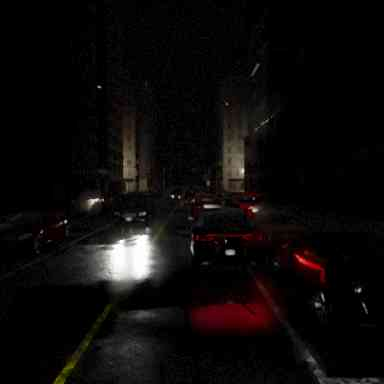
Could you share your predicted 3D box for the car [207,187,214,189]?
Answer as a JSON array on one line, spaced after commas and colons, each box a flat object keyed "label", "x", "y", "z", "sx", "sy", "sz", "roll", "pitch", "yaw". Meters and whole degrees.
[{"label": "car", "x": 2.863, "y": 0.562, "z": 34.013, "sx": 1.967, "sy": 1.590, "sz": 4.097, "roll": 0, "pitch": 1, "yaw": 0}]

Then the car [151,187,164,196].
[{"label": "car", "x": -5.660, "y": 0.278, "z": 50.575, "sx": 1.802, "sy": 1.307, "sz": 4.206, "roll": 0, "pitch": 1, "yaw": 0}]

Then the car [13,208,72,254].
[{"label": "car", "x": -5.666, "y": 1.273, "z": 11.912, "sx": 1.802, "sy": 1.307, "sz": 4.206, "roll": 0, "pitch": 1, "yaw": 0}]

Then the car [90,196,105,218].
[{"label": "car", "x": -5.664, "y": 0.951, "z": 22.957, "sx": 1.887, "sy": 1.381, "sz": 4.507, "roll": 0, "pitch": 1, "yaw": 0}]

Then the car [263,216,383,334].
[{"label": "car", "x": 2.860, "y": 1.398, "z": 6.407, "sx": 1.947, "sy": 1.339, "sz": 4.313, "roll": 0, "pitch": 1, "yaw": 0}]

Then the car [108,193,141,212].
[{"label": "car", "x": -5.663, "y": 0.830, "z": 28.481, "sx": 1.947, "sy": 1.339, "sz": 4.313, "roll": 0, "pitch": 1, "yaw": 0}]

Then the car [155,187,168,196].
[{"label": "car", "x": -5.659, "y": -0.147, "z": 61.618, "sx": 1.967, "sy": 1.590, "sz": 4.097, "roll": 0, "pitch": 1, "yaw": 0}]

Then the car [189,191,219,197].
[{"label": "car", "x": 0.903, "y": 0.953, "z": 20.304, "sx": 1.882, "sy": 1.535, "sz": 5.008, "roll": 0, "pitch": 1, "yaw": 0}]

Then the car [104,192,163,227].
[{"label": "car", "x": -3.097, "y": 1.007, "z": 18.725, "sx": 2.128, "sy": 1.511, "sz": 4.902, "roll": 0, "pitch": 1, "yaw": 0}]

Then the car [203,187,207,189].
[{"label": "car", "x": 2.865, "y": 0.389, "z": 45.059, "sx": 2.008, "sy": 1.369, "sz": 4.403, "roll": 0, "pitch": 1, "yaw": 0}]

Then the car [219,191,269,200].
[{"label": "car", "x": 2.861, "y": 0.863, "z": 17.444, "sx": 2.192, "sy": 1.841, "sz": 5.009, "roll": 0, "pitch": 1, "yaw": 0}]

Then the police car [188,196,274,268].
[{"label": "police car", "x": 0.901, "y": 1.155, "z": 10.416, "sx": 1.930, "sy": 1.638, "sz": 5.238, "roll": 0, "pitch": 1, "yaw": 0}]

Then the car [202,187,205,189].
[{"label": "car", "x": 2.866, "y": 0.262, "z": 50.581, "sx": 1.947, "sy": 1.339, "sz": 4.313, "roll": 0, "pitch": 1, "yaw": 0}]

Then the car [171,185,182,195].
[{"label": "car", "x": -2.991, "y": -0.134, "z": 65.416, "sx": 2.033, "sy": 1.411, "sz": 5.357, "roll": 0, "pitch": 1, "yaw": 0}]

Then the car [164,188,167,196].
[{"label": "car", "x": -5.659, "y": 0.120, "z": 56.098, "sx": 1.947, "sy": 1.339, "sz": 4.313, "roll": 0, "pitch": 1, "yaw": 0}]

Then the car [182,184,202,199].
[{"label": "car", "x": 0.020, "y": 0.109, "z": 48.216, "sx": 2.097, "sy": 1.767, "sz": 4.553, "roll": 0, "pitch": 1, "yaw": 0}]

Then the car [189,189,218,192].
[{"label": "car", "x": 0.904, "y": 0.799, "z": 26.302, "sx": 1.882, "sy": 1.535, "sz": 5.008, "roll": 0, "pitch": 1, "yaw": 0}]

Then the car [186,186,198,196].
[{"label": "car", "x": 0.009, "y": -0.236, "z": 61.659, "sx": 2.097, "sy": 1.767, "sz": 4.553, "roll": 0, "pitch": 1, "yaw": 0}]

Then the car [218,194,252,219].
[{"label": "car", "x": 2.862, "y": 0.927, "z": 23.141, "sx": 1.752, "sy": 1.417, "sz": 4.829, "roll": 0, "pitch": 1, "yaw": 0}]

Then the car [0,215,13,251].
[{"label": "car", "x": -5.666, "y": 1.377, "z": 6.388, "sx": 1.887, "sy": 1.381, "sz": 4.507, "roll": 0, "pitch": 1, "yaw": 0}]

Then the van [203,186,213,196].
[{"label": "van", "x": 2.868, "y": -0.246, "z": 61.619, "sx": 1.690, "sy": 1.788, "sz": 3.998, "roll": 0, "pitch": 1, "yaw": 0}]

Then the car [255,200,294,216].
[{"label": "car", "x": 2.861, "y": 1.211, "z": 12.097, "sx": 1.752, "sy": 1.417, "sz": 4.829, "roll": 0, "pitch": 1, "yaw": 0}]
